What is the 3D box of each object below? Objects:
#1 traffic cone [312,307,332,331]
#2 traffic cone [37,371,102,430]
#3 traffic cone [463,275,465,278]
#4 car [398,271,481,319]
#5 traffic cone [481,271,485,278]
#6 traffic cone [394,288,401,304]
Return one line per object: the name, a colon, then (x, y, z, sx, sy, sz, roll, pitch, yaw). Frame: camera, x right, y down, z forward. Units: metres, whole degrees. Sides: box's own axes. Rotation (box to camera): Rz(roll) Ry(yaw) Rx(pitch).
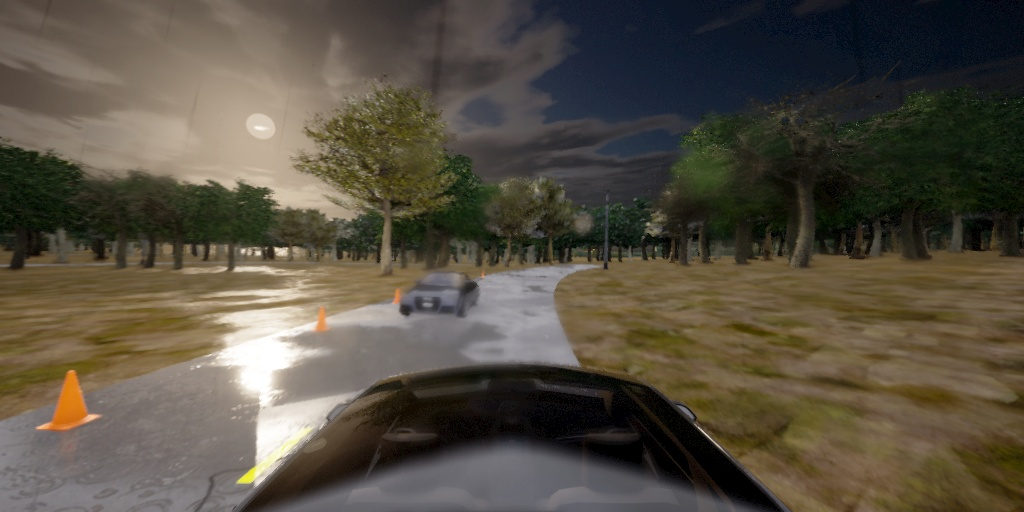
traffic cone: (-4.860, 1.589, 9.166, 0.340, 0.580, 0.340, 0, 0, 3)
traffic cone: (-5.004, 1.599, 4.066, 0.340, 0.580, 0.340, 0, 0, 1)
traffic cone: (-3.276, 1.531, 24.382, 0.340, 0.580, 0.340, 0, 0, 9)
car: (-2.318, 1.238, 12.479, 1.994, 1.385, 4.181, 1, 0, 5)
traffic cone: (-2.365, 1.502, 29.402, 0.340, 0.580, 0.340, 0, 0, 11)
traffic cone: (-4.525, 1.575, 14.257, 0.340, 0.580, 0.340, 0, 0, 5)
